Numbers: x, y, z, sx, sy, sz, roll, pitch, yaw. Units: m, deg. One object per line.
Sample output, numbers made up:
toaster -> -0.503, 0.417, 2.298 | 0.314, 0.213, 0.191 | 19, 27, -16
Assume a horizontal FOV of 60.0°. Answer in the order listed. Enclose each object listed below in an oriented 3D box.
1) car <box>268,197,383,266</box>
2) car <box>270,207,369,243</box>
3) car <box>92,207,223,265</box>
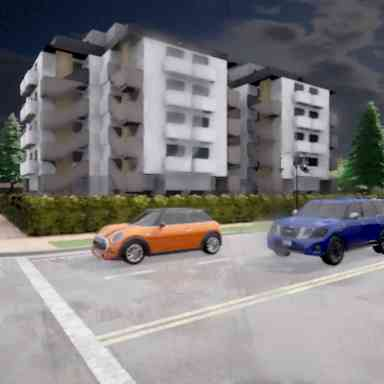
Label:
car -> 5.166, 1.230, 11.982 | 5.566, 2.045, 2.150 | 0, 0, -37
car -> 6.685, 1.560, 17.169 | 5.357, 1.411, 2.033 | 0, 0, -34
car -> -1.141, 1.365, 11.833 | 4.553, 1.767, 2.097 | 0, 0, -34
